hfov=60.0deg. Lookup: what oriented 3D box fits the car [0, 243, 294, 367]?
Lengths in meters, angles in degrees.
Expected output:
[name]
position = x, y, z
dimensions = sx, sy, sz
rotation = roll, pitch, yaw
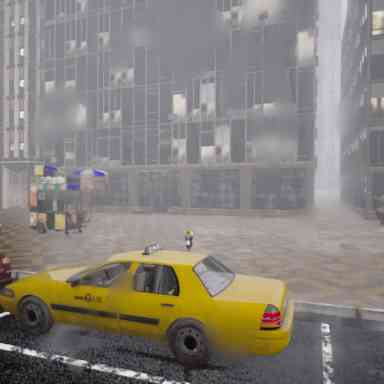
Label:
[car]
position = -0.878, 1.526, 5.414
dimensions = 4.829, 1.417, 1.752
rotation = 0, 0, 20
